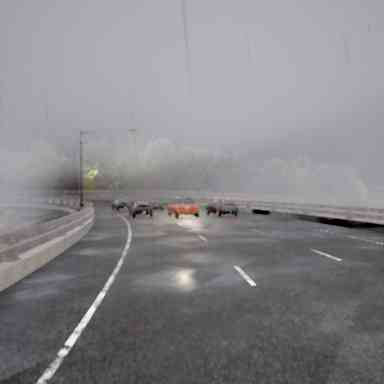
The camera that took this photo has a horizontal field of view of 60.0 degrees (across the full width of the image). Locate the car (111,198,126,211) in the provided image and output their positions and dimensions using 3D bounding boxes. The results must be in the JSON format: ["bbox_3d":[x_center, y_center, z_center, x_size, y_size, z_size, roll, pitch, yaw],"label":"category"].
[{"bbox_3d":[-9.084,1.590,42.565,1.837,1.490,4.892,-1,1,-25],"label":"car"}]

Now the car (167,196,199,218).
[{"bbox_3d":[-0.914,1.348,30.234,2.097,1.767,4.553,-1,0,-15],"label":"car"}]

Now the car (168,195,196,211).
[{"bbox_3d":[-1.316,1.346,42.169,2.097,1.767,4.553,-1,0,-22],"label":"car"}]

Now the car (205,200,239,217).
[{"bbox_3d":[2.654,1.446,30.561,2.128,1.511,4.902,-1,0,-16],"label":"car"}]

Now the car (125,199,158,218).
[{"bbox_3d":[-4.809,1.543,31.120,1.837,1.490,4.892,-1,0,-17],"label":"car"}]

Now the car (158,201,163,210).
[{"bbox_3d":[-5.094,1.602,42.197,1.994,1.385,4.181,-1,0,-23],"label":"car"}]
